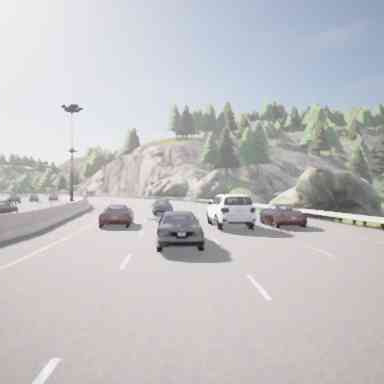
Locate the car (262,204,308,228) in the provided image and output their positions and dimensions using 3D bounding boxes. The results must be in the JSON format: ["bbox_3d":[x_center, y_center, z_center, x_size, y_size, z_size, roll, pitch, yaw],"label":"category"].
[{"bbox_3d":[5.707,1.486,21.349,1.994,1.385,4.181,0,0,-6],"label":"car"}]

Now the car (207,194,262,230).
[{"bbox_3d":[2.293,1.152,20.651,2.150,2.045,5.566,0,0,-6],"label":"car"}]

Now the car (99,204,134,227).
[{"bbox_3d":[-4.950,1.502,22.070,1.994,1.385,4.181,0,0,-7],"label":"car"}]

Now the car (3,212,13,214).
[{"bbox_3d":[-16.839,1.501,29.233,1.994,1.385,4.181,0,0,-10],"label":"car"}]

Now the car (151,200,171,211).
[{"bbox_3d":[-2.951,1.450,32.397,2.033,1.411,5.357,0,0,-10],"label":"car"}]

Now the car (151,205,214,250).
[{"bbox_3d":[-0.568,1.504,14.006,2.033,1.411,5.357,0,0,-5],"label":"car"}]
